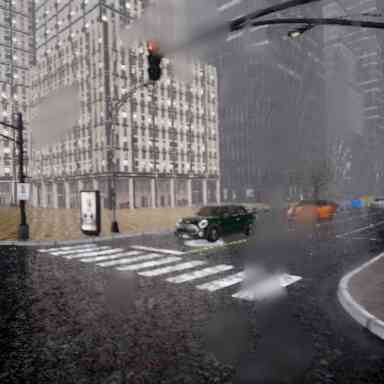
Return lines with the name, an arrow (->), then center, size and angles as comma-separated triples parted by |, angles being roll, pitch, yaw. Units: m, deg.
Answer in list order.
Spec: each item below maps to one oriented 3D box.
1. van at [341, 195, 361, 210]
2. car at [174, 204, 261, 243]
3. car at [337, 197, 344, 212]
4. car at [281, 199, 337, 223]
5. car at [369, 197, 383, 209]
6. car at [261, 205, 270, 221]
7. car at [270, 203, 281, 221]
van -> 19.641, 1.312, 41.299 | 1.690, 1.788, 3.998 | -3, -1, 42
car -> 1.209, 1.430, 16.832 | 2.097, 1.767, 4.553 | -2, -1, 43
car -> 13.963, 1.560, 35.027 | 1.887, 1.381, 4.507 | -3, -1, 42
car -> 9.105, 1.369, 25.575 | 2.097, 1.767, 4.553 | -2, -1, 42
car -> 24.180, 1.424, 42.293 | 1.812, 1.442, 4.674 | -2, -1, 42
car -> 3.261, 1.650, 23.133 | 2.008, 1.369, 4.403 | -3, -1, 42
car -> 6.975, 1.621, 27.284 | 2.008, 1.369, 4.403 | -3, -1, 42
